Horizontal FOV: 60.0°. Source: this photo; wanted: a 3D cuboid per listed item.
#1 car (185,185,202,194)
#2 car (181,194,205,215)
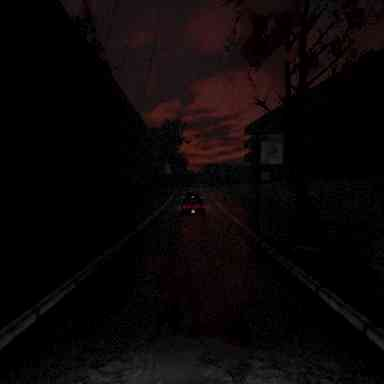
[{"bbox_3d":[0.089,0.289,42.906,1.812,1.442,4.674,0,3,0],"label":"car"},{"bbox_3d":[0.093,1.098,27.270,1.895,1.301,4.718,0,2,0],"label":"car"}]
